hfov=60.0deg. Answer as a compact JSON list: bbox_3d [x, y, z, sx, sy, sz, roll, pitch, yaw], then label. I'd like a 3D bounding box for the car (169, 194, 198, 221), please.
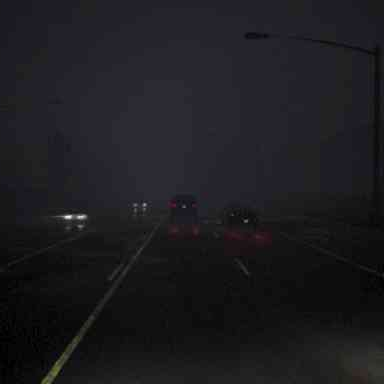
[{"bbox_3d":[-0.671,1.172,27.194,2.150,2.045,5.566,0,0,-2],"label":"car"}]

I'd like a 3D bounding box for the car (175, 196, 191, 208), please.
[{"bbox_3d":[-1.253,1.332,46.850,2.128,1.511,4.902,0,1,-2],"label":"car"}]

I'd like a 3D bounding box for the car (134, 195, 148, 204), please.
[{"bbox_3d":[-8.670,1.277,57.002,1.812,1.442,4.674,0,0,-1],"label":"car"}]

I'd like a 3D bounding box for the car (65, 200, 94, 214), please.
[{"bbox_3d":[-11.581,1.529,34.381,1.994,1.385,4.181,0,0,-2],"label":"car"}]

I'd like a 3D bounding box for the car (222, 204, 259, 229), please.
[{"bbox_3d":[3.005,1.476,21.247,1.812,1.442,4.674,0,0,-2],"label":"car"}]
